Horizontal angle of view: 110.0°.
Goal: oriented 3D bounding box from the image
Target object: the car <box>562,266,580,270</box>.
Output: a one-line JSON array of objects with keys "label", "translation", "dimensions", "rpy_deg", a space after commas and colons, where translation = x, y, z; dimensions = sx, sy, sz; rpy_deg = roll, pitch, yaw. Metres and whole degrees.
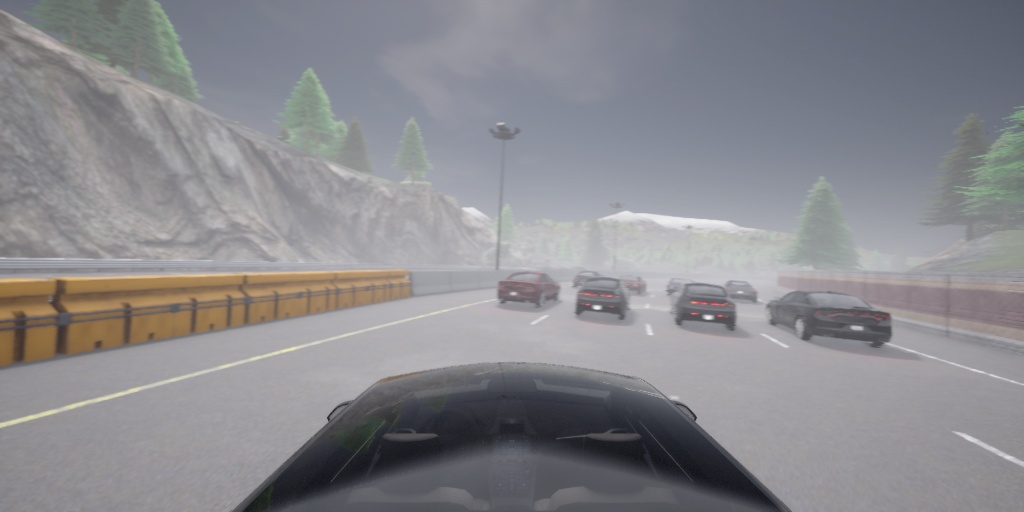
[{"label": "car", "translation": [11.475, 2.591, 64.162], "dimensions": [1.837, 1.490, 4.892], "rpy_deg": [2, -1, 38]}]

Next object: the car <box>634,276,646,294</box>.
[{"label": "car", "translation": [9.064, 2.126, 27.290], "dimensions": [1.895, 1.301, 4.718], "rpy_deg": [3, -1, 26]}]

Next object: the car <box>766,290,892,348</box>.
[{"label": "car", "translation": [10.271, 1.887, 12.073], "dimensions": [1.882, 1.535, 5.008], "rpy_deg": [3, -1, 21]}]

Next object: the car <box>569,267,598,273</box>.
[{"label": "car", "translation": [6.458, 1.945, 29.878], "dimensions": [1.812, 1.442, 4.674], "rpy_deg": [3, -1, 27]}]

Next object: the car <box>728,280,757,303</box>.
[{"label": "car", "translation": [15.892, 2.424, 25.294], "dimensions": [1.994, 1.385, 4.181], "rpy_deg": [3, -1, 27]}]

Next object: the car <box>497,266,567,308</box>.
[{"label": "car", "translation": [0.952, 1.457, 17.046], "dimensions": [1.882, 1.535, 5.008], "rpy_deg": [3, 0, 21]}]

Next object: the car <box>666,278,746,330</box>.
[{"label": "car", "translation": [7.189, 1.774, 13.799], "dimensions": [1.837, 1.490, 4.892], "rpy_deg": [3, 0, 21]}]

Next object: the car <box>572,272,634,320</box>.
[{"label": "car", "translation": [3.864, 1.613, 14.885], "dimensions": [1.837, 1.490, 4.892], "rpy_deg": [3, 0, 21]}]
